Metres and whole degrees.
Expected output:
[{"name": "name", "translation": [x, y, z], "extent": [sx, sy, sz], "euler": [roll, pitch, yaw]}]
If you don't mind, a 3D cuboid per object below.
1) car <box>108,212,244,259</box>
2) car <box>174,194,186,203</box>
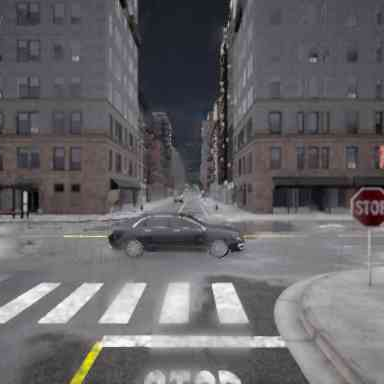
[{"name": "car", "translation": [-0.559, 1.515, 12.134], "extent": [4.892, 1.490, 1.837], "euler": [0, 0, 0]}, {"name": "car", "translation": [-2.769, 1.542, 69.225], "extent": [1.882, 1.535, 5.008], "euler": [0, 0, 0]}]
